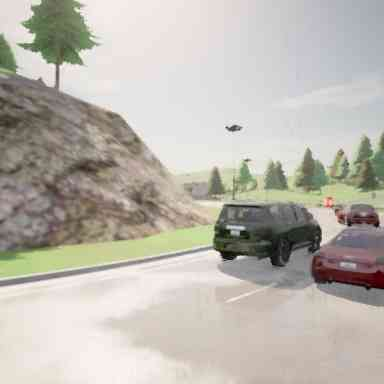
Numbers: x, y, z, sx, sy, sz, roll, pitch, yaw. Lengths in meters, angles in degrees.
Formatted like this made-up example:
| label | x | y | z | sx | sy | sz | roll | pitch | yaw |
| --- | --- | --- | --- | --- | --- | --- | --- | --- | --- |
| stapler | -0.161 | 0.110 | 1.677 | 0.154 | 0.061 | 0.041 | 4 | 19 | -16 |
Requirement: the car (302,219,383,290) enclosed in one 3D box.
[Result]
| label | x | y | z | sx | sy | sz | roll | pitch | yaw |
| --- | --- | --- | --- | --- | --- | --- | --- | --- | --- |
| car | 4.868 | 1.670 | 9.176 | 1.994 | 1.385 | 4.181 | 0 | -1 | 40 |

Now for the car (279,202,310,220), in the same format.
| label | x | y | z | sx | sy | sz | roll | pitch | yaw |
| --- | --- | --- | --- | --- | --- | --- | --- | --- | --- |
| car | 9.980 | 1.829 | 32.752 | 1.882 | 1.535 | 5.008 | 0 | -1 | 6 |

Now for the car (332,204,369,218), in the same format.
| label | x | y | z | sx | sy | sz | roll | pitch | yaw |
| --- | --- | --- | --- | --- | --- | --- | --- | --- | --- |
| car | 17.176 | 2.011 | 36.266 | 1.895 | 1.301 | 4.718 | 0 | -1 | 3 |

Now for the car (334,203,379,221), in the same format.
| label | x | y | z | sx | sy | sz | roll | pitch | yaw |
| --- | --- | --- | --- | --- | --- | --- | --- | --- | --- |
| car | 12.331 | 1.637 | 24.974 | 2.097 | 1.767 | 4.553 | 0 | -1 | 13 |

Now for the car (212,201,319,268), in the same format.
| label | x | y | z | sx | sy | sz | roll | pitch | yaw |
| --- | --- | --- | --- | --- | --- | --- | --- | --- | --- |
| car | 2.932 | 1.350 | 12.149 | 2.150 | 2.045 | 5.566 | 0 | 0 | 37 |

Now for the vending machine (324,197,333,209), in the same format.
| label | x | y | z | sx | sy | sz | roll | pitch | yaw |
| --- | --- | --- | --- | --- | --- | --- | --- | --- | --- |
| vending machine | 23.387 | 1.826 | 56.933 | 1.100 | 2.100 | 0.880 | 0 | -1 | -10 |
